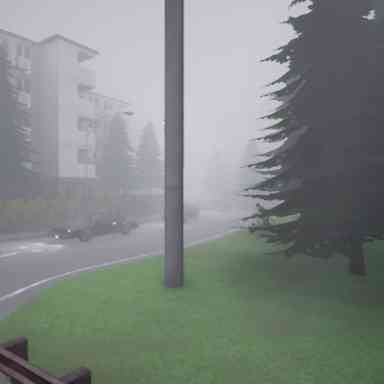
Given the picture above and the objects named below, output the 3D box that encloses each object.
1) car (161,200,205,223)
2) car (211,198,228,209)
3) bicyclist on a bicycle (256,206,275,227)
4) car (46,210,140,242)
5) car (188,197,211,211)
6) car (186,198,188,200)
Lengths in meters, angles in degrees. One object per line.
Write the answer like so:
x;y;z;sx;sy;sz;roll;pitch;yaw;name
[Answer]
-0.795;1.718;27.801;2.033;1.411;5.357;0;0;17;car
3.687;1.673;48.166;1.837;1.490;4.892;0;0;-13;car
4.208;1.496;20.309;1.656;1.620;0.582;-3;1;23;bicyclist on a bicycle
-5.076;1.719;18.003;2.033;1.411;5.357;0;0;29;car
0.894;1.674;42.552;1.837;1.490;4.892;0;0;-5;car
0.061;1.657;57.656;2.128;1.511;4.902;0;0;-33;car
